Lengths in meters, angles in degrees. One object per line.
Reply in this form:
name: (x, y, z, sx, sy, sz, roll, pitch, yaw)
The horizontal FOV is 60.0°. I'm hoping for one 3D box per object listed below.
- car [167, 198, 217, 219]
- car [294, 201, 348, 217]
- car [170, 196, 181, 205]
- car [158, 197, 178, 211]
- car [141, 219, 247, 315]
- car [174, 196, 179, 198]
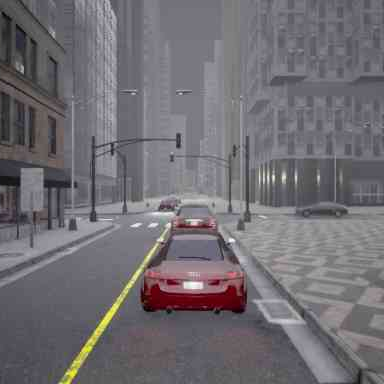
car: (0.150, 1.356, 16.307, 2.097, 1.767, 4.553, 0, 0, 2)
car: (11.740, 1.544, 30.358, 4.674, 1.442, 1.812, 0, 0, 1)
car: (-3.064, 1.574, 62.659, 1.812, 1.442, 4.674, 0, 0, 0)
car: (-3.098, 1.624, 41.313, 1.895, 1.301, 4.718, 0, 0, 0)
car: (0.083, 1.565, 7.686, 1.994, 1.385, 4.181, 0, 0, 2)
car: (-3.095, 1.582, 51.834, 2.033, 1.411, 5.357, 0, 0, 0)
